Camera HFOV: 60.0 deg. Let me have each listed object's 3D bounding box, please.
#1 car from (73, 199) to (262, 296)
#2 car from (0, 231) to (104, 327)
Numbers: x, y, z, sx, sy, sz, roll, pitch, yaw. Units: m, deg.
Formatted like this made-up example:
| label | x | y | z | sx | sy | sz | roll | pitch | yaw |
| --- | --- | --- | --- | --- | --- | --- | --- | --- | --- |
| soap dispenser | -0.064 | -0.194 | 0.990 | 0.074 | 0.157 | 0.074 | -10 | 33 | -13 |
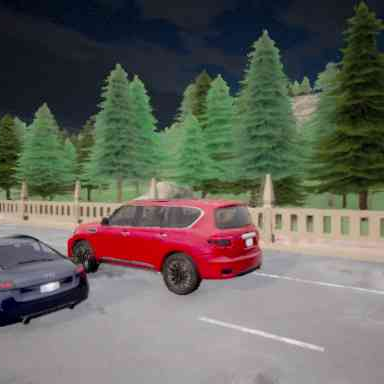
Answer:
| label | x | y | z | sx | sy | sz | roll | pitch | yaw |
| --- | --- | --- | --- | --- | --- | --- | --- | --- | --- |
| car | -0.929 | 1.201 | 8.846 | 5.566 | 2.045 | 2.150 | 0 | 0 | 35 |
| car | -4.004 | 1.554 | 6.704 | 4.181 | 1.385 | 1.994 | 0 | 0 | 35 |
